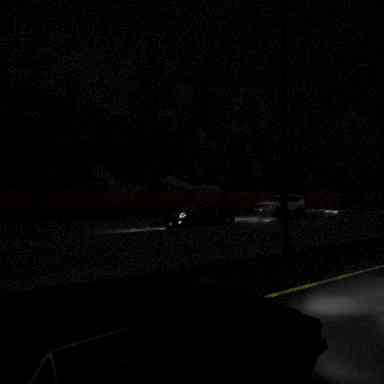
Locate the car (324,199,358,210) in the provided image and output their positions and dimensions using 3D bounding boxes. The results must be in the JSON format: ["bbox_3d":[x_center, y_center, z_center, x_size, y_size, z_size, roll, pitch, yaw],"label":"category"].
[{"bbox_3d":[19.667,1.634,43.698,5.357,1.411,2.033,0,0,-34],"label":"car"}]

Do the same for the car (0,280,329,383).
[{"bbox_3d":[-0.784,1.603,3.187,4.718,1.301,1.895,0,0,-36],"label":"car"}]

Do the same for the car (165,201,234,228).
[{"bbox_3d":[0.525,1.378,21.567,4.553,1.767,2.097,0,0,-35],"label":"car"}]

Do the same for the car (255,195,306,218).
[{"bbox_3d":[8.448,1.276,31.519,5.566,2.045,2.150,0,0,-35],"label":"car"}]
